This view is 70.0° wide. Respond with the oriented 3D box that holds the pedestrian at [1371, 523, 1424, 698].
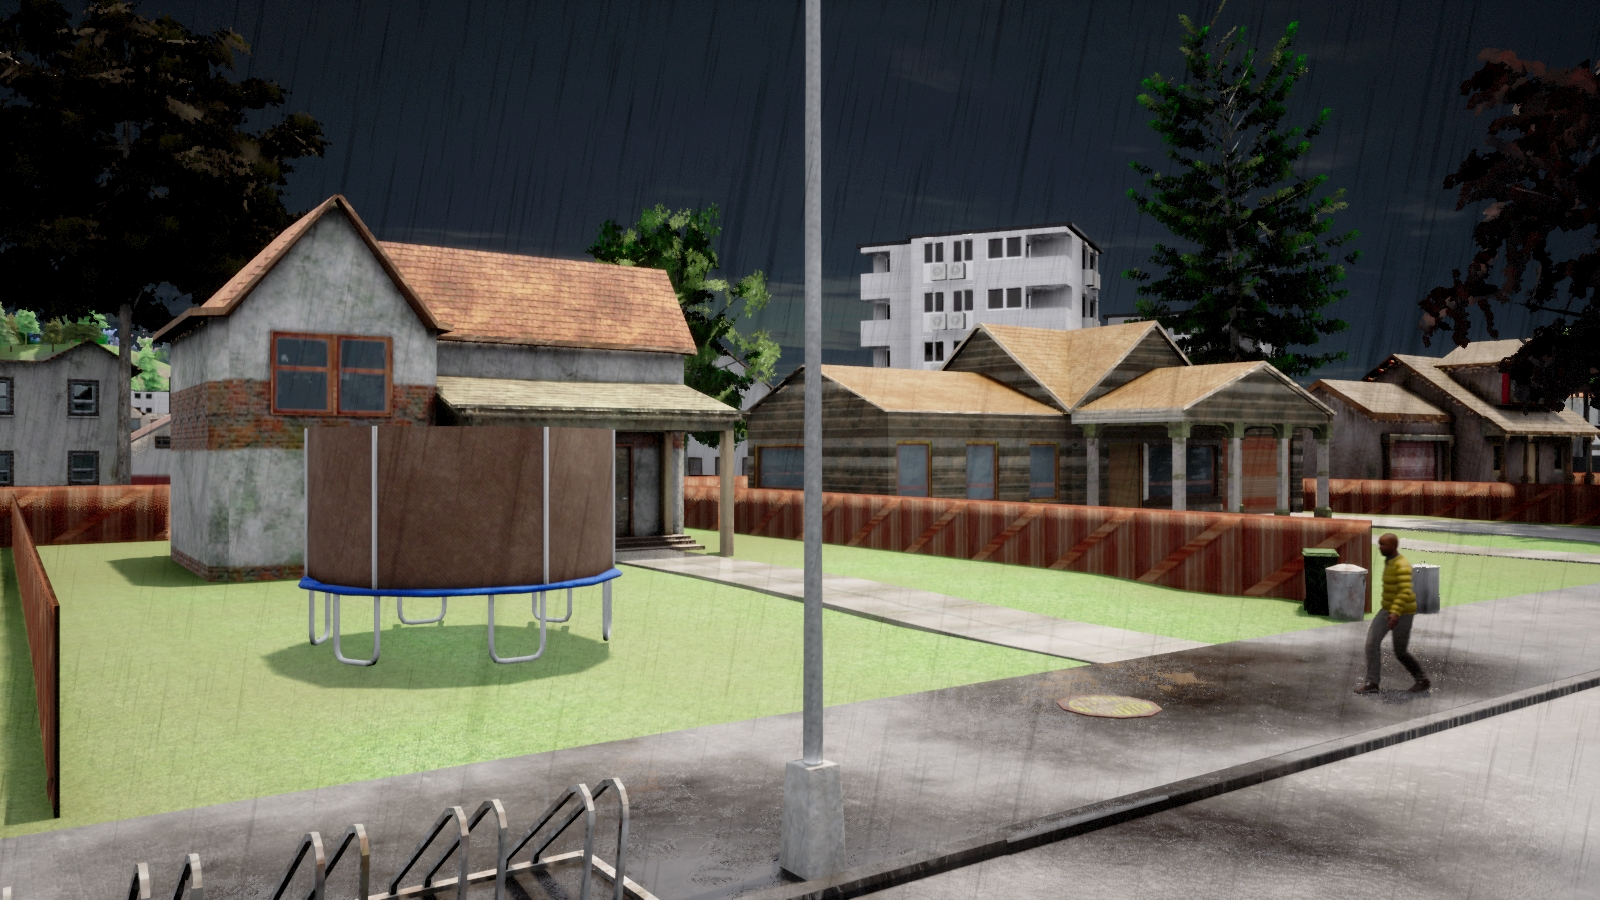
[{"bbox_3d":[6.555,1.746,12.543,0.375,1.860,0.375,0,0,-2],"label":"pedestrian"}]
